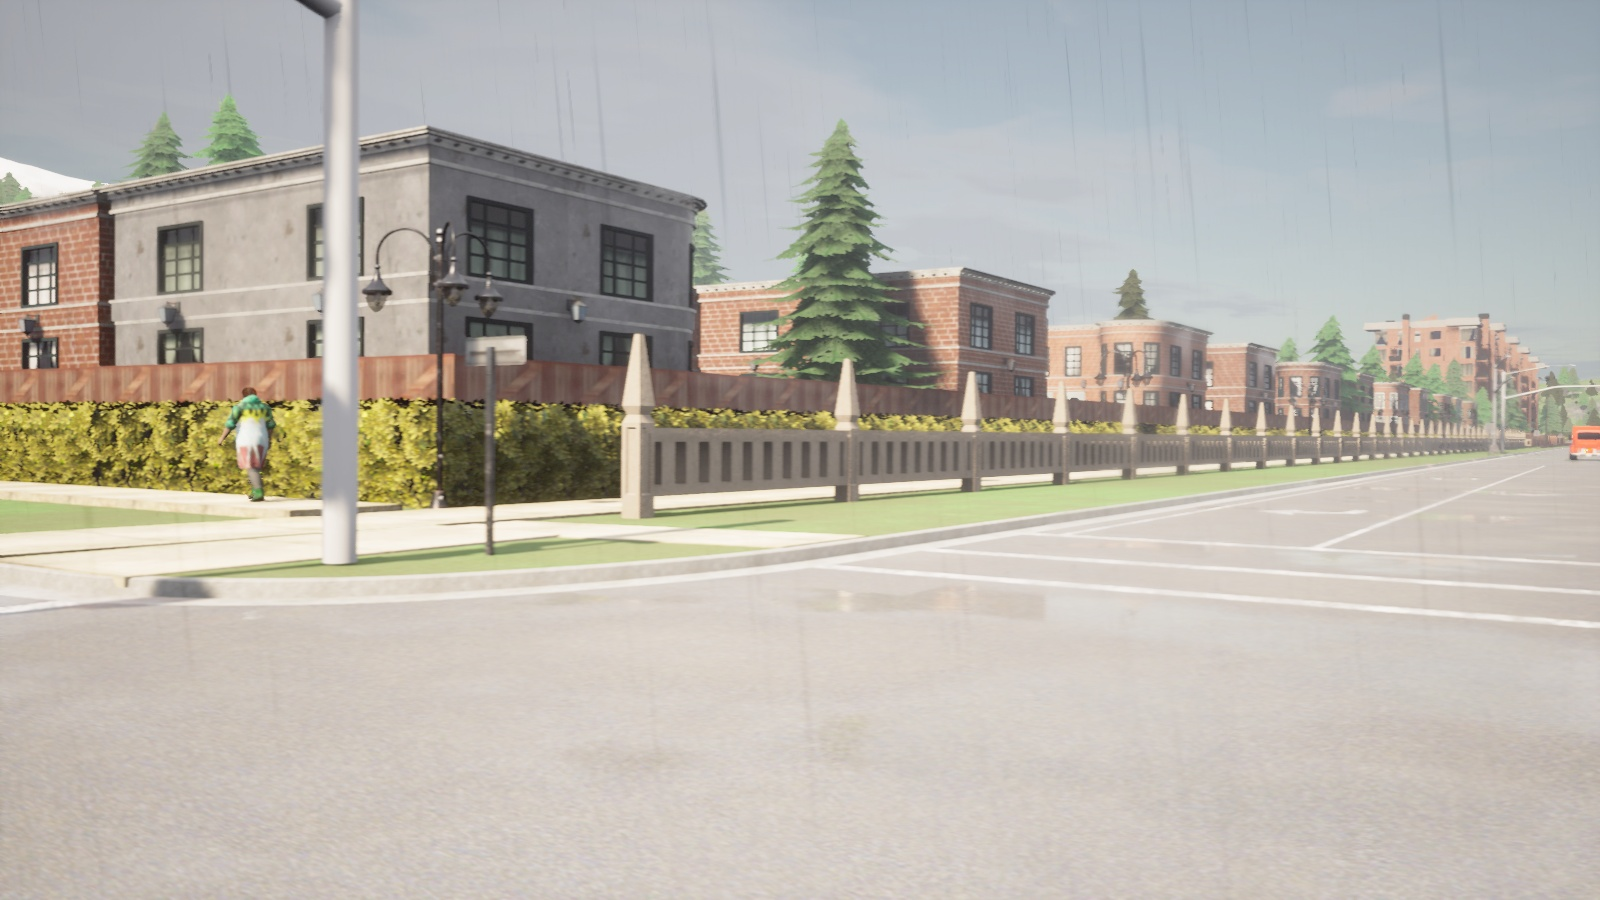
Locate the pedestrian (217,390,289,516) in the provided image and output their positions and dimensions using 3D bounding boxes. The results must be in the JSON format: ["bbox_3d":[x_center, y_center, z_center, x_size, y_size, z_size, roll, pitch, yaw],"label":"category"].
[{"bbox_3d":[-8.714,0.039,19.992,0.873,1.952,0.659,0,1,34],"label":"pedestrian"}]
